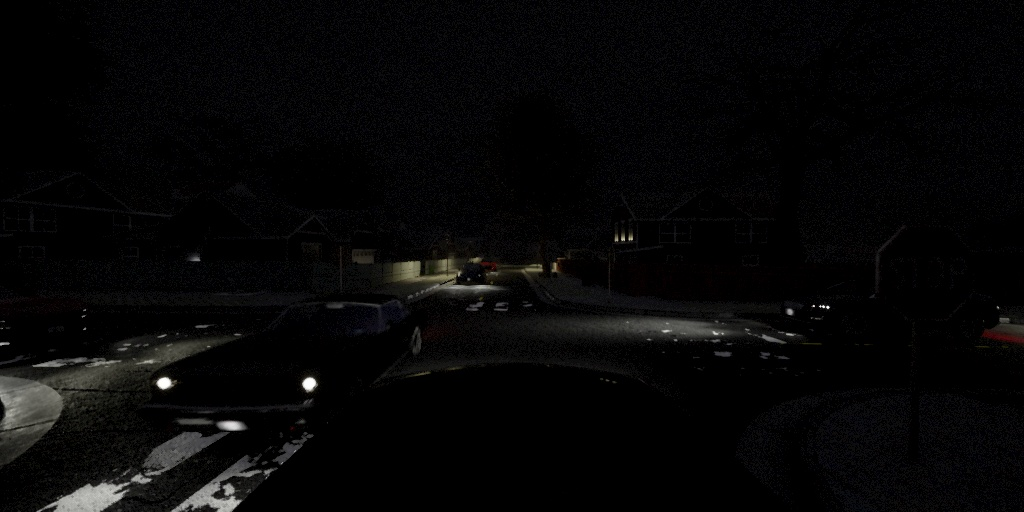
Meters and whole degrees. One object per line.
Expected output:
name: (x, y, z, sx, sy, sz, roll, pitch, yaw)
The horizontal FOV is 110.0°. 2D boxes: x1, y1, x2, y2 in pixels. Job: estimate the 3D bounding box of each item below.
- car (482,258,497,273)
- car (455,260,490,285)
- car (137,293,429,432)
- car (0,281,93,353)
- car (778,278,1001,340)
car: (-2.962, 1.034, 43.377, 2.097, 1.767, 4.553, 0, 0, 0)
car: (-2.861, 1.266, 26.058, 1.812, 1.442, 4.674, 0, 0, 0)
car: (-2.760, 1.335, 5.719, 1.895, 1.301, 4.718, 0, 1, 0)
car: (-11.356, 1.129, 7.051, 5.008, 1.535, 1.882, 1, 1, 2)
car: (10.313, 1.360, 10.040, 4.902, 1.511, 2.128, 1, 1, 2)
